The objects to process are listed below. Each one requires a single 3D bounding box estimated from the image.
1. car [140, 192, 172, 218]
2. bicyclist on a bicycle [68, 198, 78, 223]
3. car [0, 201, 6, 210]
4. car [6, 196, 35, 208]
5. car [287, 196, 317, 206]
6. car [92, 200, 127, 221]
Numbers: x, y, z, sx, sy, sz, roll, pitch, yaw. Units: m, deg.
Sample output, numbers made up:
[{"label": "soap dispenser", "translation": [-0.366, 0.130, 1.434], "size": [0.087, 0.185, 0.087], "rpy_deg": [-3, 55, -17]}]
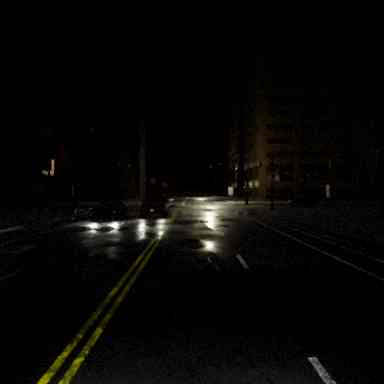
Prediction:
[{"label": "car", "translation": [-3.273, 1.174, 30.069], "size": [2.150, 2.045, 5.566], "rpy_deg": [0, 0, 0]}, {"label": "bicyclist on a bicycle", "translation": [-8.650, 1.330, 24.126], "size": [0.659, 1.776, 1.843], "rpy_deg": [0, 0, 1]}, {"label": "car", "translation": [-24.747, 1.633, 38.913], "size": [4.313, 1.339, 1.947], "rpy_deg": [0, 1, 0]}, {"label": "car", "translation": [-24.754, 1.369, 47.435], "size": [4.097, 1.590, 1.967], "rpy_deg": [0, 1, 0]}, {"label": "car", "translation": [16.656, 1.260, 50.582], "size": [4.097, 1.590, 1.967], "rpy_deg": [0, 1, 0]}, {"label": "car", "translation": [-6.555, 1.431, 26.949], "size": [1.882, 1.535, 5.008], "rpy_deg": [0, 0, 0]}]
